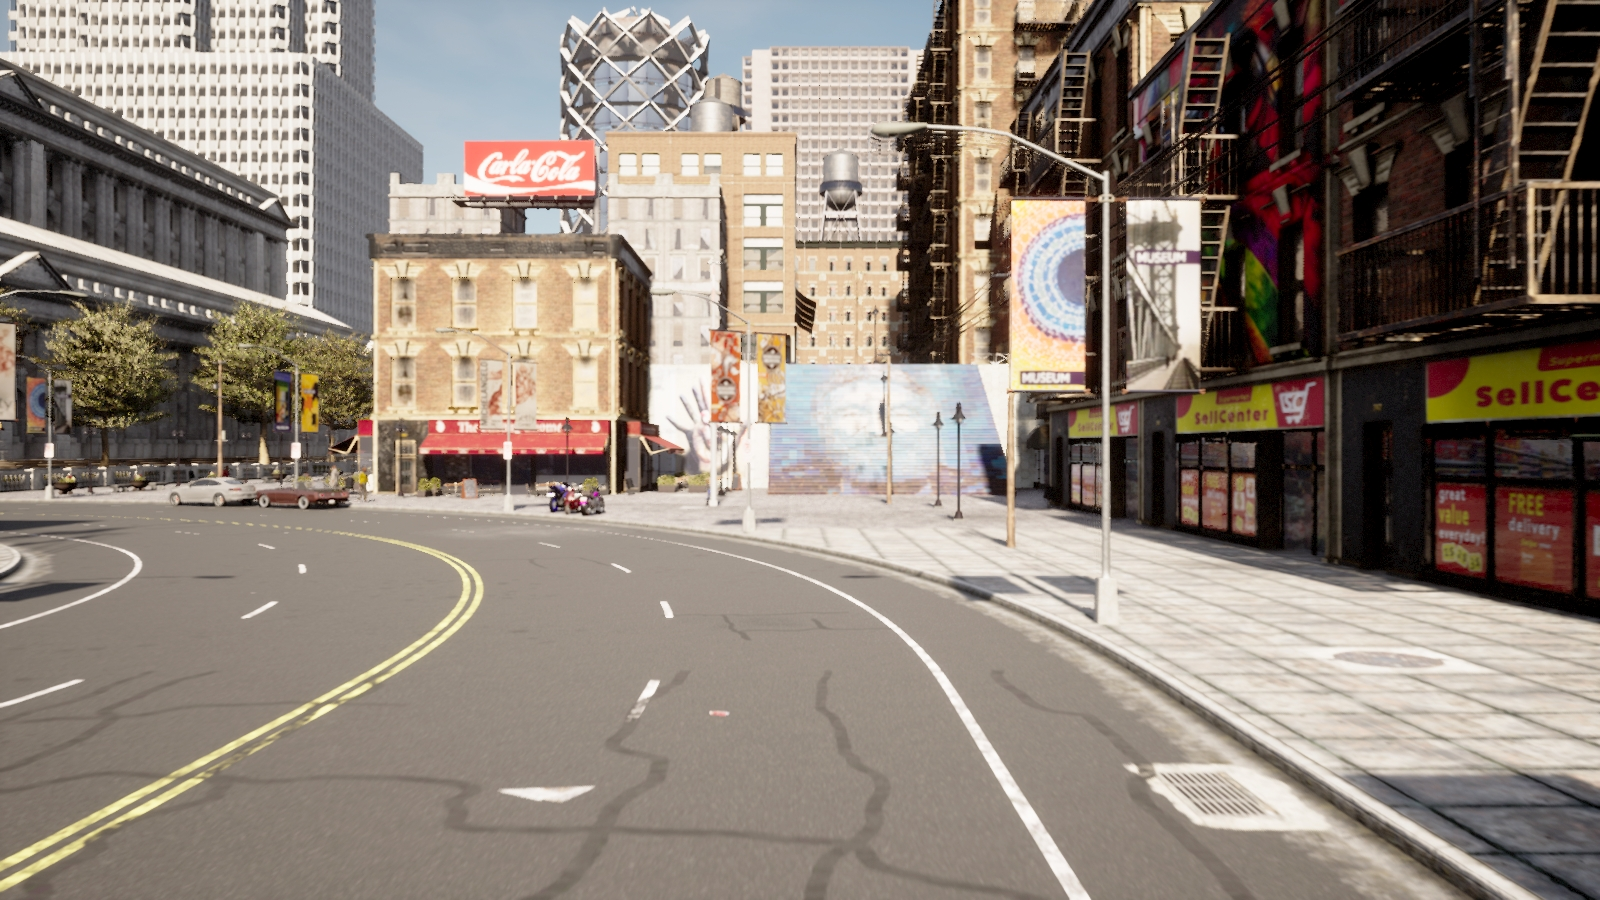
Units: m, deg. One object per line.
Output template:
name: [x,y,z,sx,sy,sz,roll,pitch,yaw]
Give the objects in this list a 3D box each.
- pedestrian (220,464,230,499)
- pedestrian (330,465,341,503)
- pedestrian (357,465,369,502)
pedestrian: [-31.063,1.698,61.716,0.375,1.860,0.375,0,0,7]
pedestrian: [-23.307,1.696,57.356,0.375,1.860,0.375,0,0,18]
pedestrian: [-22.080,1.696,57.724,0.375,1.860,0.375,0,0,19]
